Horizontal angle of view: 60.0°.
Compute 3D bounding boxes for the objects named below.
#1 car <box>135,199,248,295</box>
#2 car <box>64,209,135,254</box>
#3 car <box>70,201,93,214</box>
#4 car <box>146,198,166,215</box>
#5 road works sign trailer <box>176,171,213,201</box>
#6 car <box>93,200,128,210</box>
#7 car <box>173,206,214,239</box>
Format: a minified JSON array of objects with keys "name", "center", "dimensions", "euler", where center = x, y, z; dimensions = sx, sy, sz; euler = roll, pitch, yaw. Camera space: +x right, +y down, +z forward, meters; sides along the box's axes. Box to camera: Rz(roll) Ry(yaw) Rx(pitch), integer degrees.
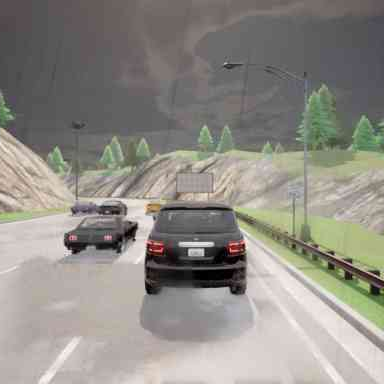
[{"name":"car","center":[0.085,1.221,8.878],"dimensions":[2.150,2.045,5.566],"euler":[0,0,0]},{"name":"car","center":[-3.421,1.601,13.480],"dimensions":[1.895,1.301,4.718],"euler":[0,0,0]},{"name":"car","center":[-10.704,1.601,33.774],"dimensions":[1.895,1.301,4.718],"euler":[0,0,-3]},{"name":"car","center":[-3.816,1.477,35.711],"dimensions":[1.882,1.535,5.008],"euler":[0,0,-3]},{"name":"road works sign trailer","center":[0.181,0.464,21.595],"dimensions":[2.380,3.560,2.880],"euler":[0,0,0]},{"name":"car","center":[-7.036,1.478,29.914],"dimensions":[1.882,1.535,5.008],"euler":[0,0,-1]},{"name":"car","center":[0.079,1.558,18.099],"dimensions":[1.994,1.385,4.181],"euler":[0,0,0]}]
